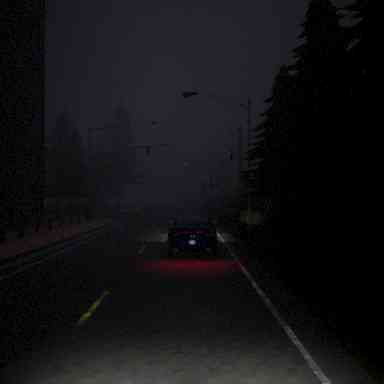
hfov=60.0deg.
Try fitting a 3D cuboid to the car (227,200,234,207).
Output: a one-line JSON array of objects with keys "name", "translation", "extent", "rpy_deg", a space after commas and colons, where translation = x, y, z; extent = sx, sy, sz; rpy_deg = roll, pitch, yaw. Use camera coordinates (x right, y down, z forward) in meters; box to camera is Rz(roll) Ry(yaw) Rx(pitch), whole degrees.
[{"name": "car", "translation": [8.867, 1.832, 59.242], "extent": [4.605, 1.855, 1.932], "rpy_deg": [0, -1, -1]}]

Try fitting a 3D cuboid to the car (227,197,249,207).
[{"name": "car", "translation": [8.453, 1.863, 61.752], "extent": [3.866, 1.878, 1.905], "rpy_deg": [0, -1, -1]}]

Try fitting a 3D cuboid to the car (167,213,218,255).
[{"name": "car", "translation": [0.028, 1.644, 14.222], "extent": [1.882, 1.535, 5.008], "rpy_deg": [0, 0, 0]}]
